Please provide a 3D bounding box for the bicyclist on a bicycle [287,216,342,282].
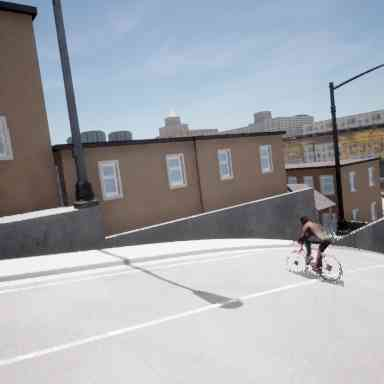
[{"bbox_3d":[3.103,1.452,8.636,0.582,1.620,1.656,-1,-2,-35],"label":"bicyclist on a bicycle"}]
